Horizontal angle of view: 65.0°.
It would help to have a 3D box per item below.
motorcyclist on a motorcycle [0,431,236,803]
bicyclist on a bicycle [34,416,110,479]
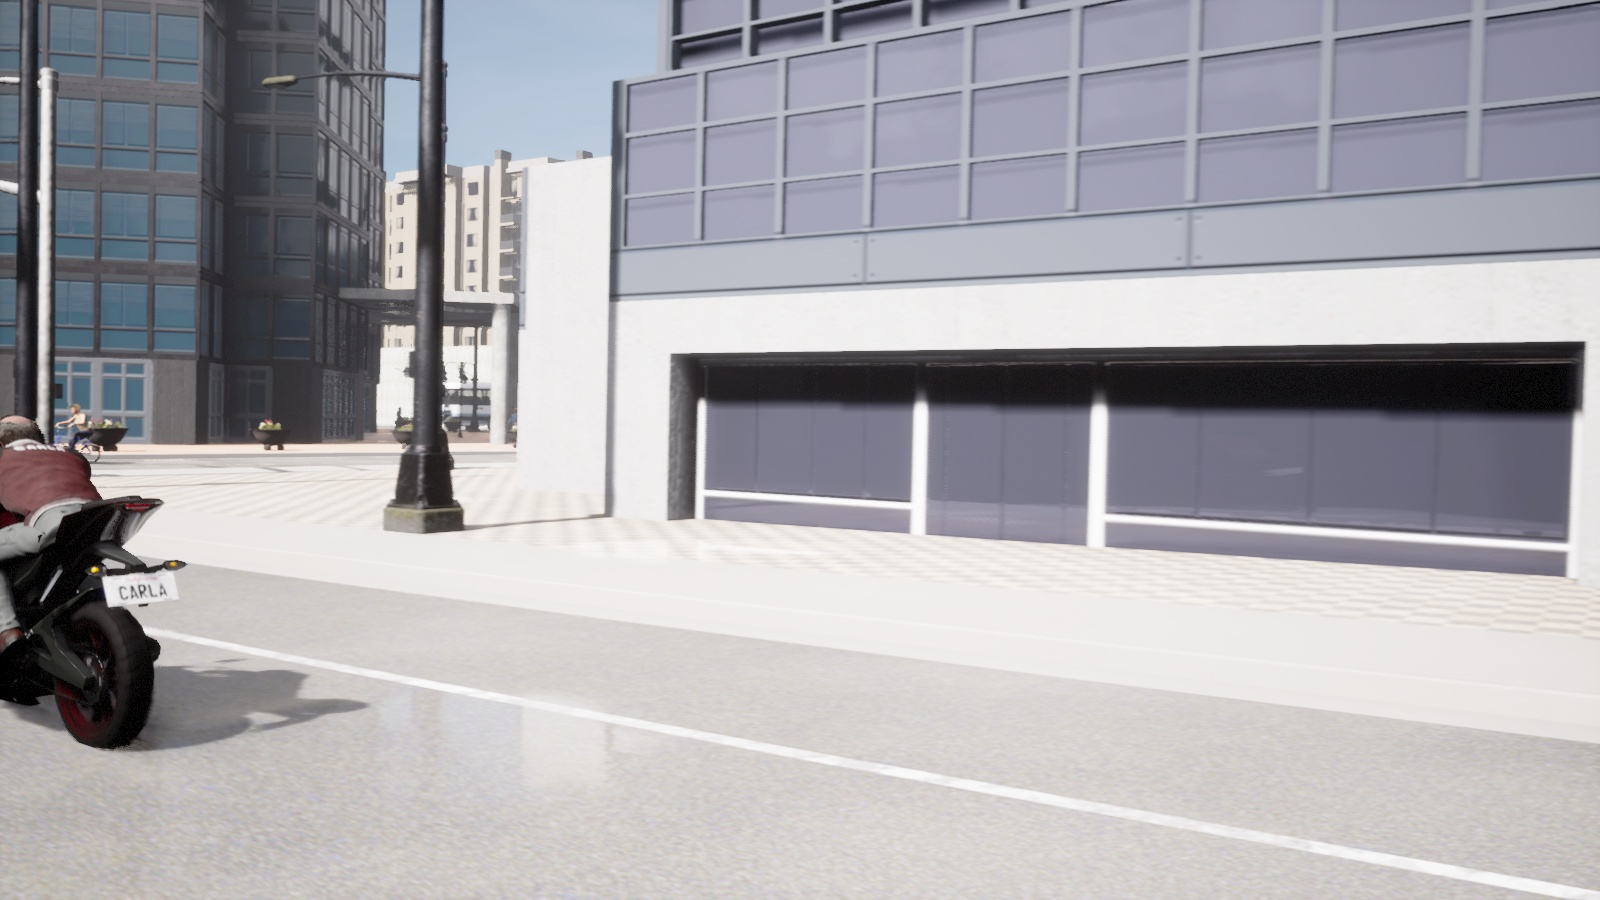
[{"bbox_3d":[-3.808,0.677,6.154,2.191,1.530,0.866,1,1,34],"label":"motorcyclist on a motorcycle"},{"bbox_3d":[-19.228,-0.076,33.183,0.866,1.612,1.509,1,2,34],"label":"bicyclist on a bicycle"}]
